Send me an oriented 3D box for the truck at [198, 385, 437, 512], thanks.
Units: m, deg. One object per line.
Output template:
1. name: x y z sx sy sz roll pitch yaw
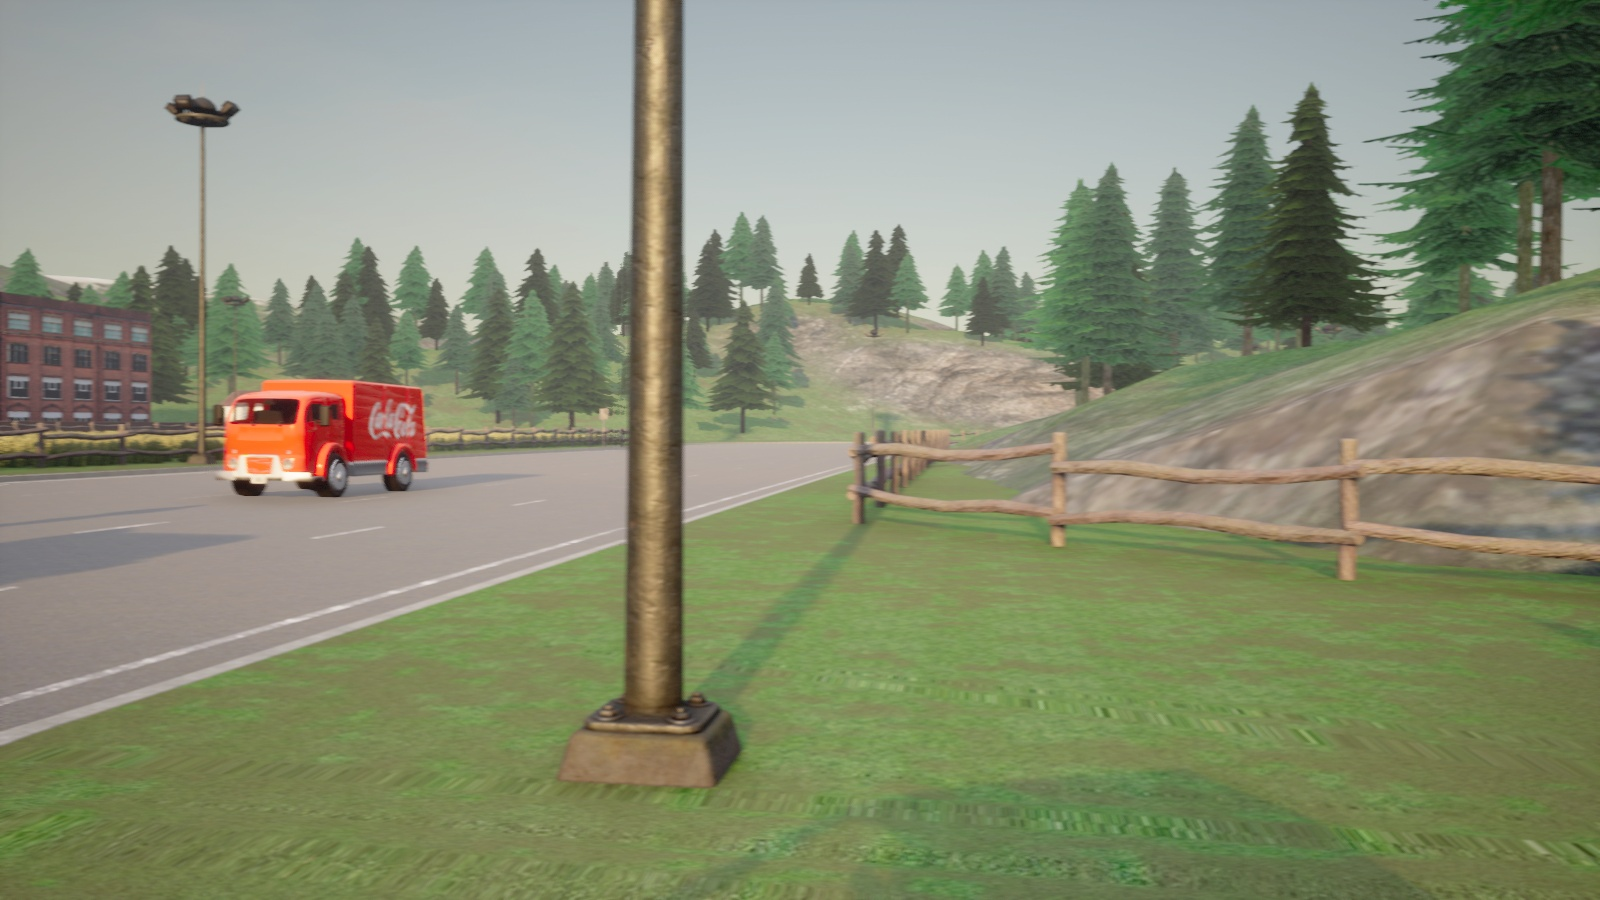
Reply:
1. truck: -10.280 -0.053 27.365 2.627 2.467 5.204 -1 1 8
